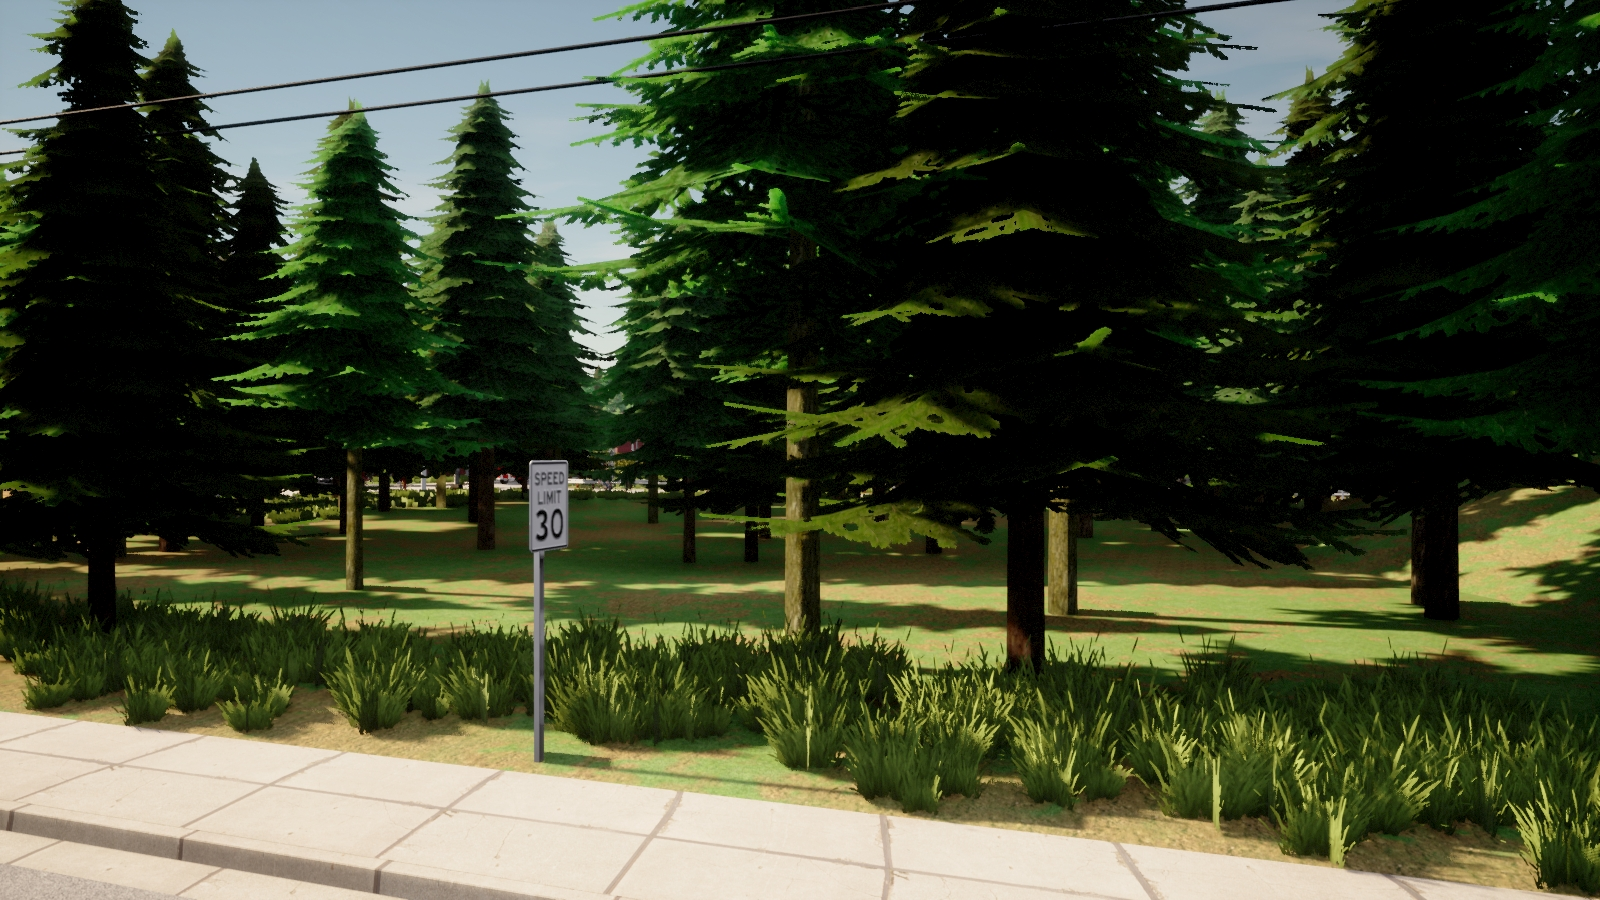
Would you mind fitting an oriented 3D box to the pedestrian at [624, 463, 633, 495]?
[{"bbox_3d":[-9.992,1.671,66.709,0.375,1.860,0.375,0,0,28],"label":"pedestrian"}]
